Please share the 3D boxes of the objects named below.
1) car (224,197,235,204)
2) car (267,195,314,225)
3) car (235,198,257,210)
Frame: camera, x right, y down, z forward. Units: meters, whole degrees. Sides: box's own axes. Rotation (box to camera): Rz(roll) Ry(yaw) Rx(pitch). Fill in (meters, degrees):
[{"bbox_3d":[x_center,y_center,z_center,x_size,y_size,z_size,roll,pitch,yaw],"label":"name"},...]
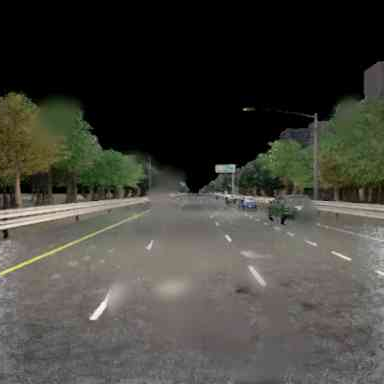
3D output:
[{"bbox_3d":[7.193,1.574,62.469,1.812,1.442,4.674,0,0,0],"label":"car"},{"bbox_3d":[7.024,1.231,24.218,2.150,2.045,5.566,0,0,0],"label":"car"},{"bbox_3d":[7.086,1.561,42.771,1.812,1.442,4.674,0,0,0],"label":"car"}]
